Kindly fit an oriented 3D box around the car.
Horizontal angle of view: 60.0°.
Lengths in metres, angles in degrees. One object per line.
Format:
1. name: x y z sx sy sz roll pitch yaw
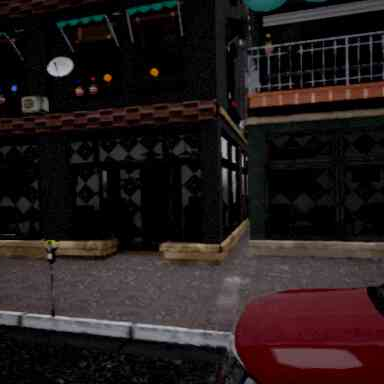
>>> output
1. car: 2.673 1.225 2.190 5.009 1.841 2.192 -1 1 15
